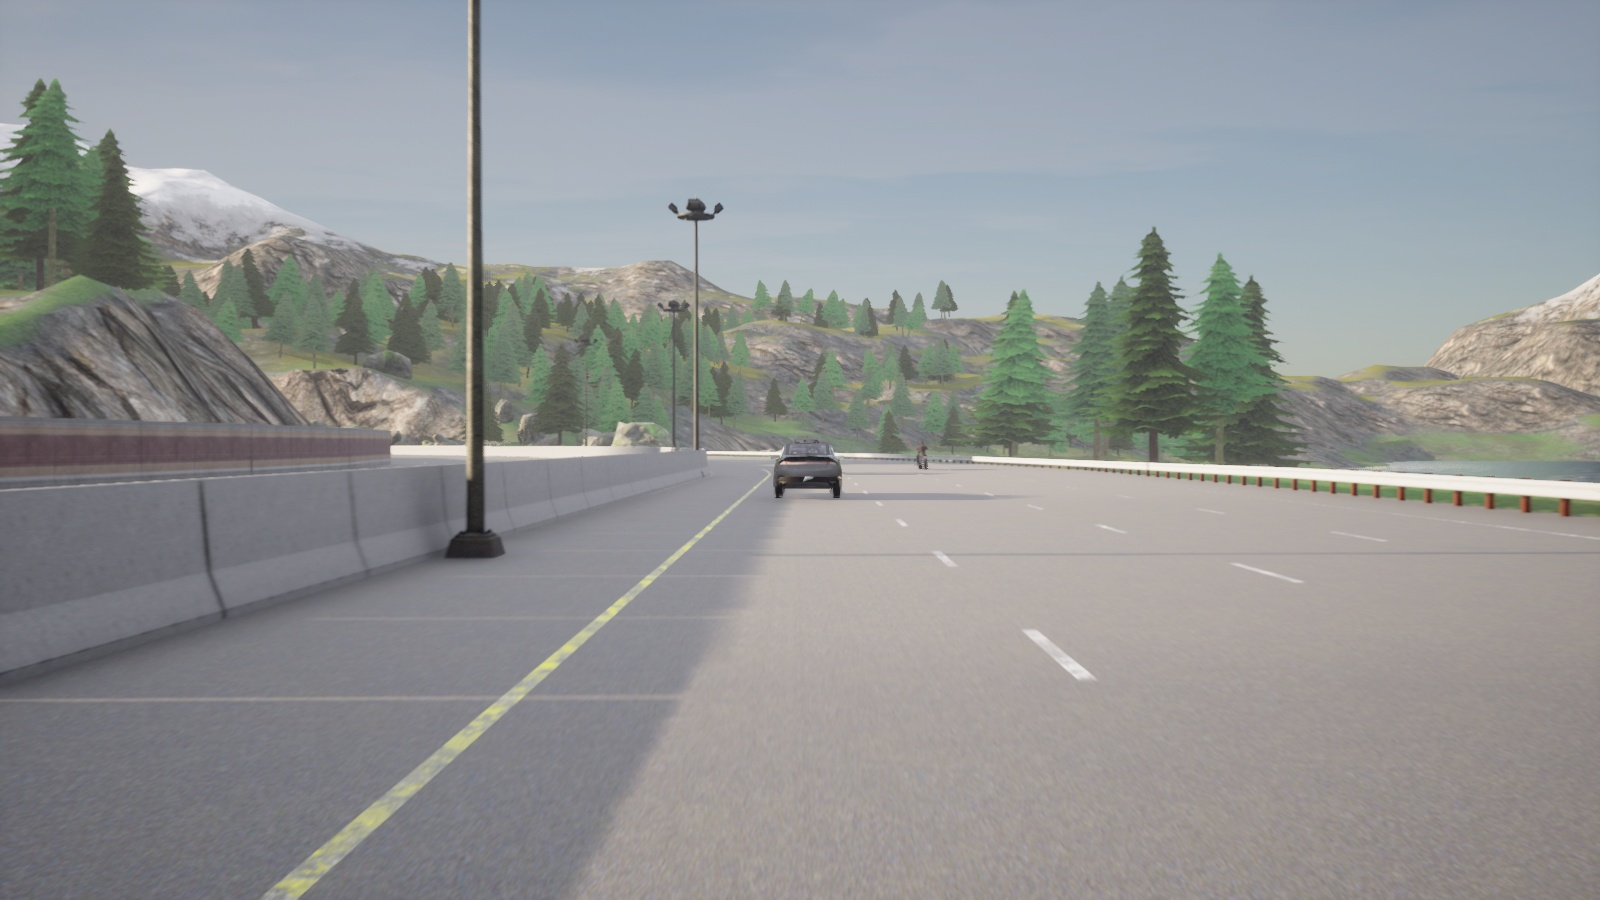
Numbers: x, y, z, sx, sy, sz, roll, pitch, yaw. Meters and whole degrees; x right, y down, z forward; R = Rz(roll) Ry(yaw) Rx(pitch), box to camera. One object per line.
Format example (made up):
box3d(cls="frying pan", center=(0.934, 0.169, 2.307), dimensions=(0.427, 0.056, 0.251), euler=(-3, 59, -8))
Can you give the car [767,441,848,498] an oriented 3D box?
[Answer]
box3d(cls="car", center=(0.219, 0.505, 35.478), dimensions=(2.128, 1.511, 4.902), euler=(0, 0, 0))
